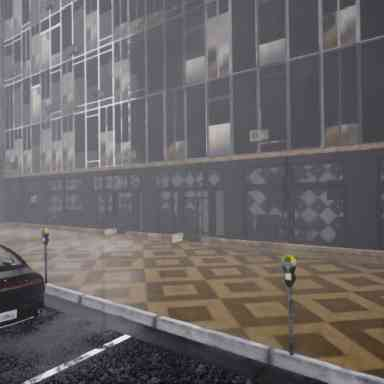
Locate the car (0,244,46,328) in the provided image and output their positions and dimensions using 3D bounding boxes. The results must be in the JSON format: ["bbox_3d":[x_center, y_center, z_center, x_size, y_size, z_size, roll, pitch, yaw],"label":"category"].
[{"bbox_3d":[-4.424,1.553,6.062,4.403,1.369,2.008,0,-1,36],"label":"car"}]
